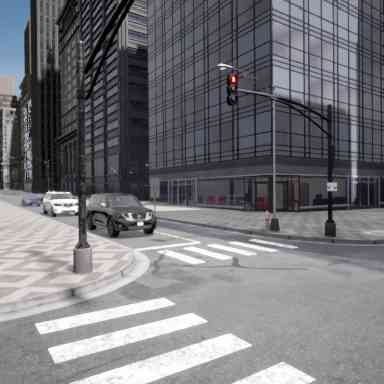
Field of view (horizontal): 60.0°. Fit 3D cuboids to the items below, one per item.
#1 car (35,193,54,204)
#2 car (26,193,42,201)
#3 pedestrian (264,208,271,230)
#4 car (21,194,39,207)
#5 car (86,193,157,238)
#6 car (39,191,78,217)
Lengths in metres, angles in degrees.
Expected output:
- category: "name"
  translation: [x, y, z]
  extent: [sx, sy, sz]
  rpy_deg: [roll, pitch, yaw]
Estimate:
- category: "car"
  translation: [-22.851, 0.953, 51.446]
  extent: [1.837, 1.490, 4.892]
  rpy_deg: [-1, 1, -34]
- category: "car"
  translation: [-28.413, 0.923, 59.679]
  extent: [1.895, 1.301, 4.718]
  rpy_deg: [-1, 1, -34]
- category: "pedestrian"
  translation: [3.906, 1.374, 17.249]
  extent: [0.500, 1.100, 0.500]
  rpy_deg: [0, 0, -34]
- category: "car"
  translation: [-20.486, 1.136, 42.317]
  extent: [2.033, 1.411, 5.357]
  rpy_deg: [-1, 1, -33]
- category: "car"
  translation: [-3.944, 1.103, 17.730]
  extent: [2.150, 2.045, 5.566]
  rpy_deg: [-1, 1, -34]
- category: "car"
  translation: [-11.308, 0.981, 28.639]
  extent: [2.150, 2.045, 5.566]
  rpy_deg: [-1, 1, -34]
